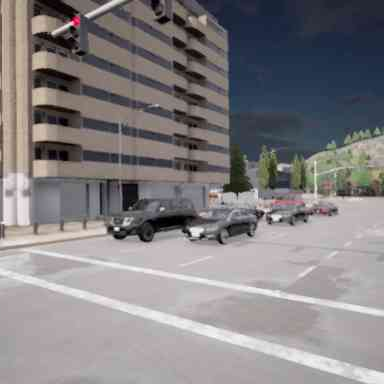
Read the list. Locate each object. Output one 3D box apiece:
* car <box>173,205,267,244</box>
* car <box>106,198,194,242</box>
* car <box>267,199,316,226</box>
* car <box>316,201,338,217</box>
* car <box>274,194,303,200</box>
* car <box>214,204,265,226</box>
[{"bbox_3d":[1.555,1.560,16.344,2.128,1.511,4.902,-1,0,35],"label":"car"},{"bbox_3d":[-1.883,1.338,17.552,2.150,2.045,5.566,-1,0,35],"label":"car"},{"bbox_3d":[6.940,1.533,23.966,2.128,1.511,4.902,-1,0,35],"label":"car"},{"bbox_3d":[12.671,1.576,32.057,1.994,1.385,4.181,-1,0,35],"label":"car"},{"bbox_3d":[9.859,1.278,34.158,2.150,2.045,5.566,-1,0,35],"label":"car"},{"bbox_3d":[3.754,1.689,25.523,1.895,1.301,4.718,-1,0,35],"label":"car"}]
